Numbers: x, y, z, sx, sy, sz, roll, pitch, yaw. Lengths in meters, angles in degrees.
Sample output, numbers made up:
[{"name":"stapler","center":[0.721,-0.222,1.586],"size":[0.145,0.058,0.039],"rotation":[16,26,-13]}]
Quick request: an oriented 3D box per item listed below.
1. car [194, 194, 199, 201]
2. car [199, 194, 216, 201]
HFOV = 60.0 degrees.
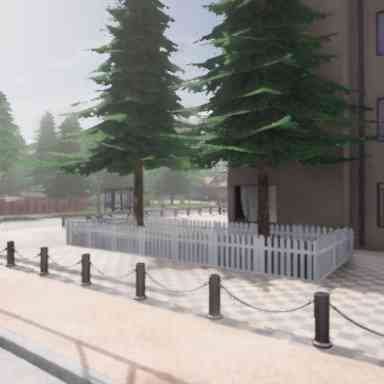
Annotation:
[{"name":"car","center":[2.181,1.364,85.188],"size":[1.905,1.878,3.866],"rotation":[0,0,36]},{"name":"car","center":[4.446,1.351,84.029],"size":[1.932,1.855,4.605],"rotation":[0,0,36]}]
